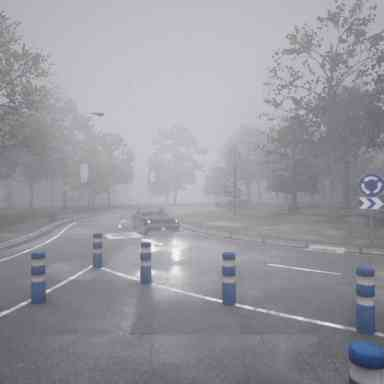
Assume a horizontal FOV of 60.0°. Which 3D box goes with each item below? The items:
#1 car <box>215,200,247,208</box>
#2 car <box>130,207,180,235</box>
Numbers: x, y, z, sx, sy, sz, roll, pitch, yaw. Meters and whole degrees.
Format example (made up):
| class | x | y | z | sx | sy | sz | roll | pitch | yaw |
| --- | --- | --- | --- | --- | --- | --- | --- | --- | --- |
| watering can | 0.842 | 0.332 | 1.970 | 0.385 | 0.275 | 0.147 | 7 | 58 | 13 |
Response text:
| class | x | y | z | sx | sy | sz | roll | pitch | yaw |
| --- | --- | --- | --- | --- | --- | --- | --- | --- | --- |
| car | 4.971 | 1.373 | 42.268 | 4.181 | 1.385 | 1.994 | -1 | 0 | -31 |
| car | -2.213 | 1.561 | 18.971 | 1.895 | 1.301 | 4.718 | -1 | 0 | -20 |
